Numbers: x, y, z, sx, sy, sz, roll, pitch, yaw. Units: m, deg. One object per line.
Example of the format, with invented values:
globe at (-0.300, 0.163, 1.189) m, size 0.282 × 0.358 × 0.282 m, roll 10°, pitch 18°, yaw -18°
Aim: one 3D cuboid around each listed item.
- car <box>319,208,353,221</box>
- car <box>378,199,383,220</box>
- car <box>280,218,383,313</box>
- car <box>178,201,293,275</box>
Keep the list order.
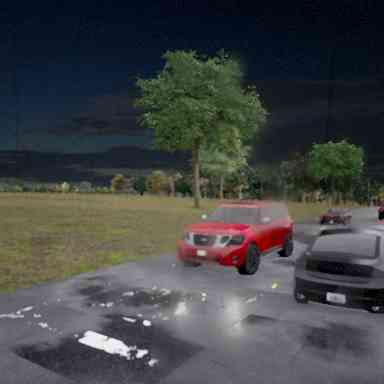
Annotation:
car at (11.729, 1.981, 27.010) m, size 1.895 × 1.301 × 4.718 m, roll 0°, pitch -1°, yaw 32°
car at (19.849, 1.718, 33.019) m, size 2.150 × 2.045 × 5.566 m, roll 0°, pitch -1°, yaw 33°
car at (3.758, 1.596, 7.735) m, size 1.837 × 1.490 × 4.892 m, roll 0°, pitch -1°, yaw 32°
car at (1.796, 1.353, 11.425) m, size 2.150 × 2.045 × 5.566 m, roll 0°, pitch -1°, yaw 34°
